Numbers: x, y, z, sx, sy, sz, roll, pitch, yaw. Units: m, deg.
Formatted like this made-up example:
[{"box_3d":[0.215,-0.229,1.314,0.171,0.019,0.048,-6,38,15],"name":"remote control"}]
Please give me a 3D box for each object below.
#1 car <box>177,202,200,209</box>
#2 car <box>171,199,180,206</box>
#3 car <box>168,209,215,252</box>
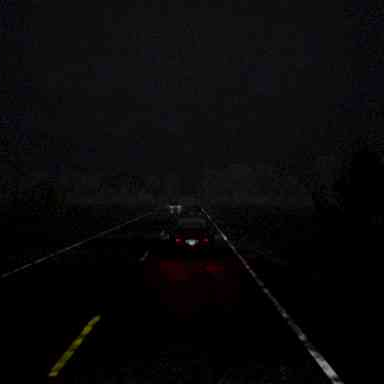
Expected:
[{"box_3d":[-0.002,1.831,28.993,2.033,1.411,5.357,0,-1,0],"name":"car"},{"box_3d":[-3.508,2.210,71.781,1.837,1.490,4.892,0,-1,0],"name":"car"},{"box_3d":[0.004,1.665,14.389,1.812,1.442,4.674,0,0,0],"name":"car"}]
